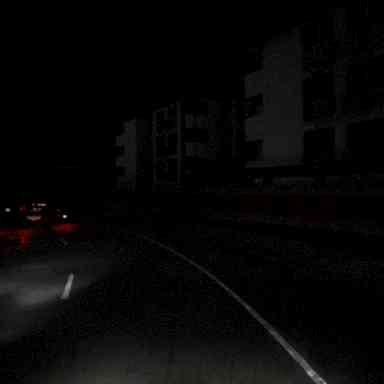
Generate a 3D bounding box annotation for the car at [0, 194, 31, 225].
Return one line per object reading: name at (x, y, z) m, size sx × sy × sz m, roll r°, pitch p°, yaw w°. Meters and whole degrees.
car at (-12.763, 1.186, 22.763) m, size 2.150 × 2.045 × 5.566 m, roll -1°, pitch 1°, yaw -33°

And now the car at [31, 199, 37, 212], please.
car at (-15.729, 1.416, 33.521) m, size 2.128 × 1.511 × 4.902 m, roll -1°, pitch 0°, yaw -34°

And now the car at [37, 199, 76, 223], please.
car at (-10.144, 1.437, 25.102) m, size 1.837 × 1.490 × 4.892 m, roll -1°, pitch 1°, yaw -33°
